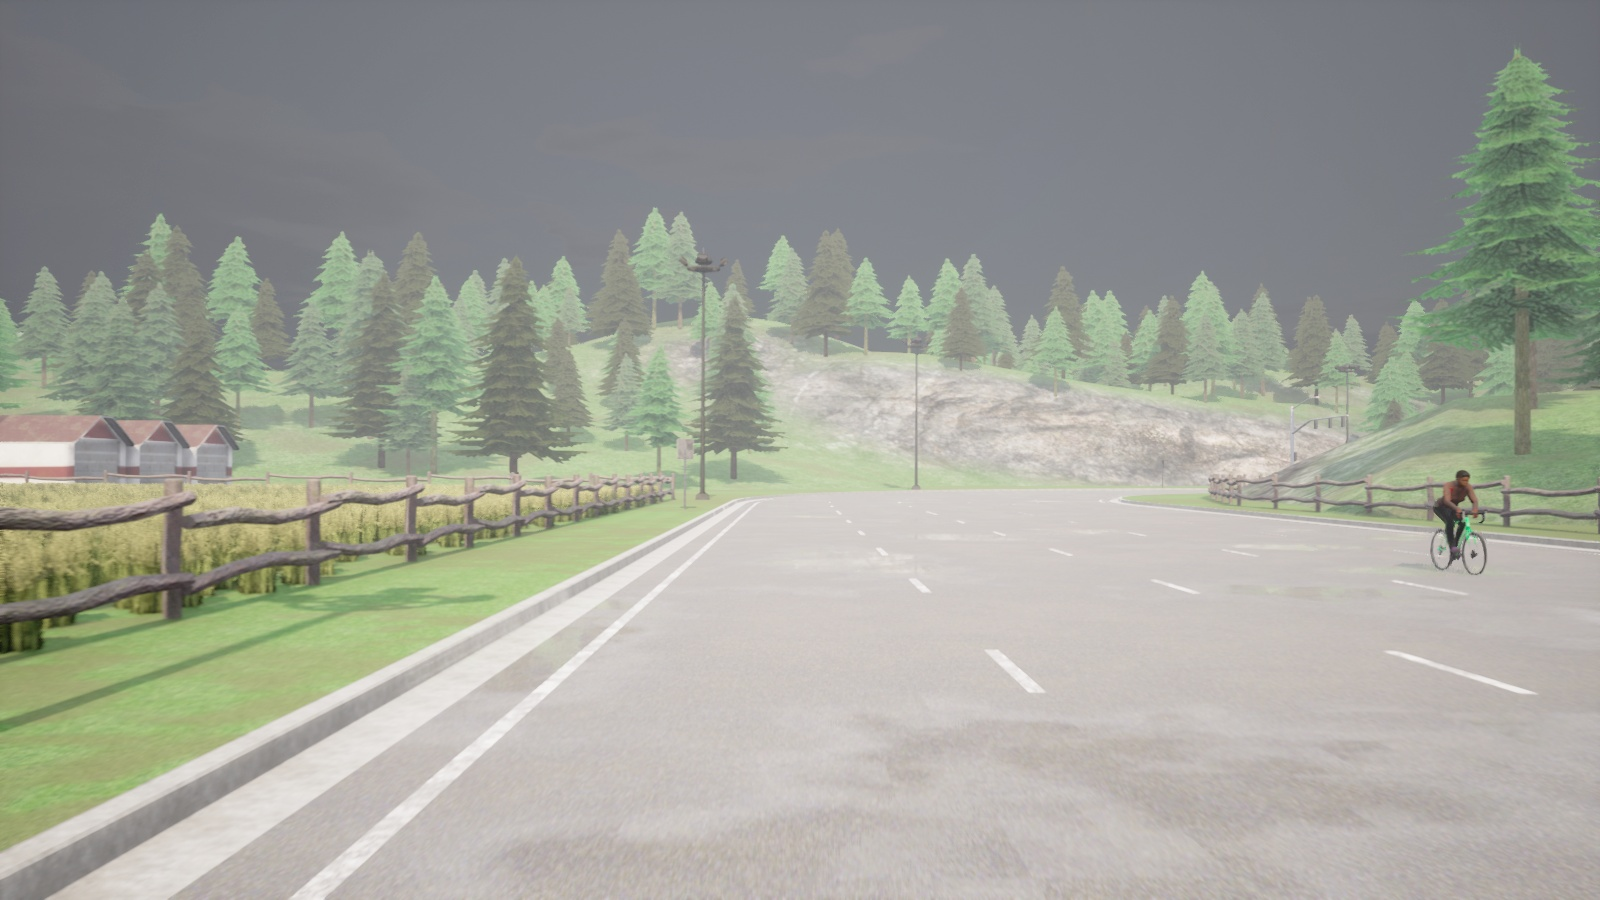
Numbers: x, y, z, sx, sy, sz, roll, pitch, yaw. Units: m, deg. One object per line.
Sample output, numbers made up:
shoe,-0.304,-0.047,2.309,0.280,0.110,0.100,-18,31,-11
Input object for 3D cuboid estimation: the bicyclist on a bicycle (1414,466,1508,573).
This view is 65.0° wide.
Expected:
bicyclist on a bicycle,10.388,1.058,19.789,0.582,1.620,1.656,0,-1,0
